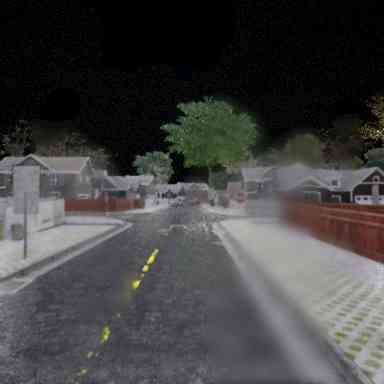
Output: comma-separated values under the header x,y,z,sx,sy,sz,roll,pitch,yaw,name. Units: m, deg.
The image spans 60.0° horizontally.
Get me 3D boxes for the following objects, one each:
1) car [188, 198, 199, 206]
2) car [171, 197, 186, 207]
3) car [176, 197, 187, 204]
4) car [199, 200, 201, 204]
x,y,z,sx,sy,sz,roll,pitch,yaw,name
0.004,2.277,74.318,2.033,1.411,5.357,0,-1,1,car
-2.777,1.926,63.175,2.097,1.767,4.553,0,-1,0,car
-2.525,1.985,79.417,2.097,1.767,4.553,0,-1,5,car
0.908,2.332,84.915,1.882,1.535,5.008,0,-1,13,car
